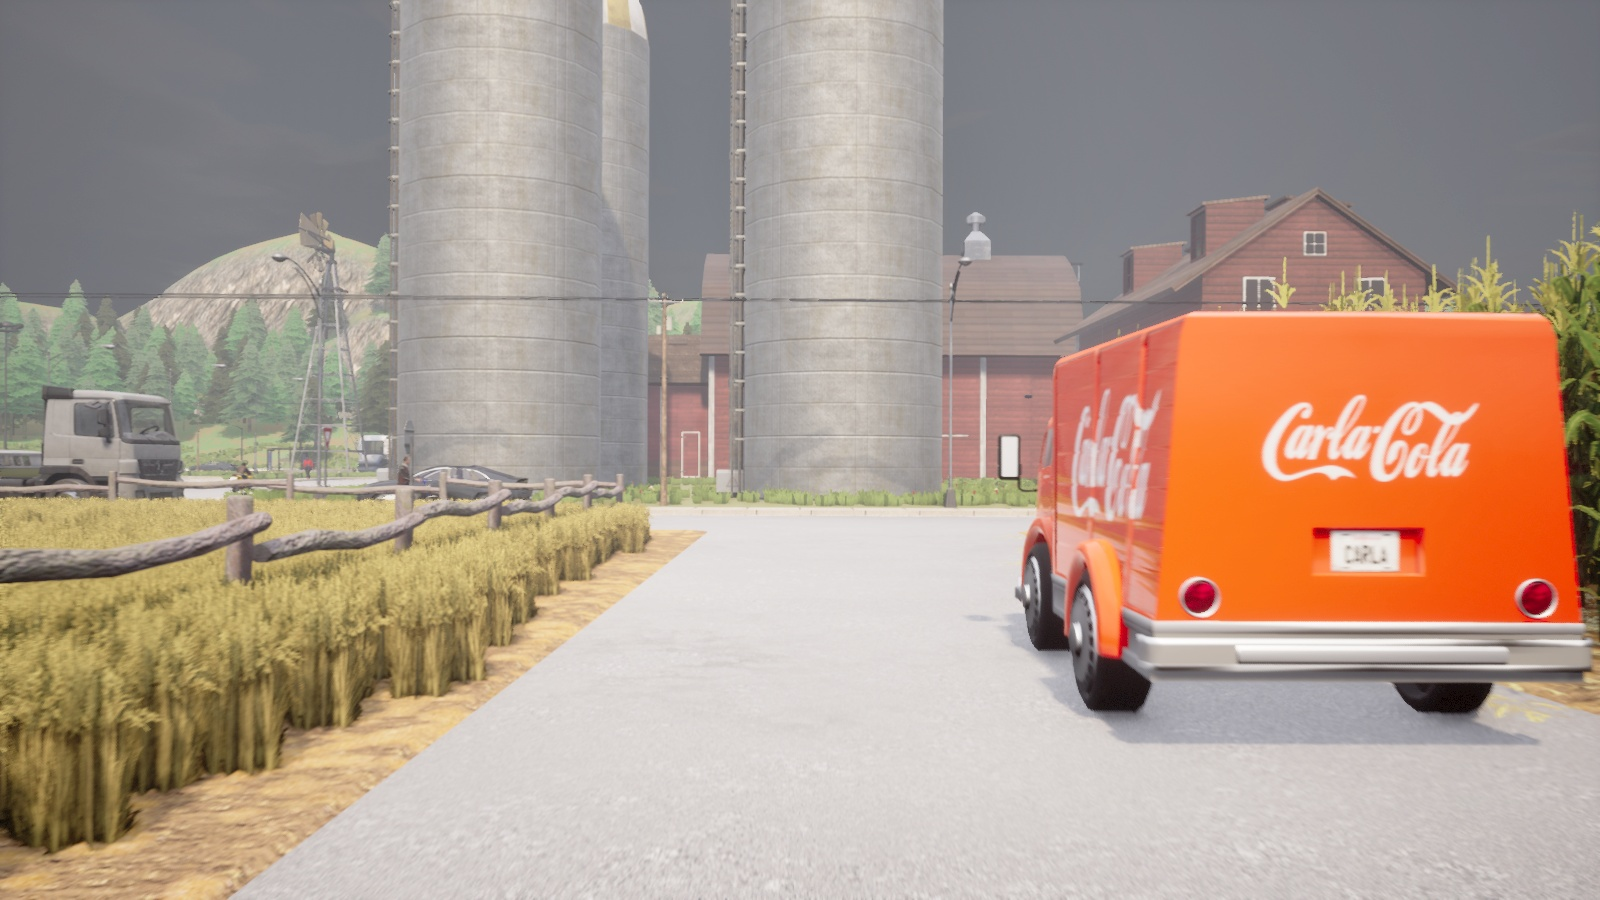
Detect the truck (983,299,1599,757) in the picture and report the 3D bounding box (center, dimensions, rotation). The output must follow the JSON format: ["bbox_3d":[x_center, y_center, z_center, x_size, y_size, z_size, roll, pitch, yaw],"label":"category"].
[{"bbox_3d":[3.075,0.455,9.406,2.627,2.467,5.204,0,-1,0],"label":"truck"}]

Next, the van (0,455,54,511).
[{"bbox_3d":[-29.441,1.199,45.898,1.775,1.987,4.442,0,-1,-1],"label":"van"}]

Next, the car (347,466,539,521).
[{"bbox_3d":[-10.121,1.224,35.875,4.902,1.511,2.128,0,-1,0],"label":"car"}]

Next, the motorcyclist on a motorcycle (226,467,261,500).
[{"bbox_3d":[-26.196,1.545,59.120,0.797,1.523,2.044,0,-1,-1],"label":"motorcyclist on a motorcycle"}]

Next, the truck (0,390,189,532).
[{"bbox_3d":[-20.395,0.292,32.333,7.936,3.462,2.891,0,-1,0],"label":"truck"}]
